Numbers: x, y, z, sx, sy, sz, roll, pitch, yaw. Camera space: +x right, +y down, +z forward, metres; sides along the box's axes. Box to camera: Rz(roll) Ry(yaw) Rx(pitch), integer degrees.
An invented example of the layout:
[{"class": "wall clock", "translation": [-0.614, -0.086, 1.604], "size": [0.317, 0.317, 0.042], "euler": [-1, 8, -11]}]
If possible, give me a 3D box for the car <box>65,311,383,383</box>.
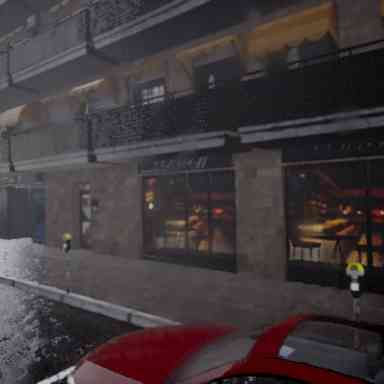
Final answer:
[{"class": "car", "translation": [0.810, 1.586, 2.312], "size": [4.206, 1.307, 1.802], "euler": [-1, -1, 35]}]
